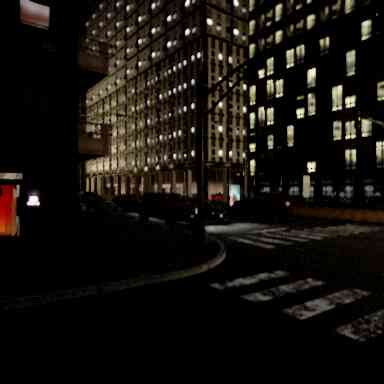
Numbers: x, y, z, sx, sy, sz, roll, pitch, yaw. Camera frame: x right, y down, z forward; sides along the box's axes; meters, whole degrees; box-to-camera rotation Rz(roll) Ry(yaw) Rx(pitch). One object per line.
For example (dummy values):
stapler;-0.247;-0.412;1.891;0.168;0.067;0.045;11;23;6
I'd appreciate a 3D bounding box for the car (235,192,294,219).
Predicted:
car;5.266;0.947;25.101;2.192;1.841;5.009;1;0;-36

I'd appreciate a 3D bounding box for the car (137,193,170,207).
car;-4.548;0.886;38.547;1.947;1.339;4.313;1;0;-36

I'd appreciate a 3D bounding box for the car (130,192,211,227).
car;-1.467;0.964;20.114;2.192;1.841;5.009;1;0;-36

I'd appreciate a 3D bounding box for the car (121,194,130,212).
car;-5.674;0.936;30.247;2.128;1.511;4.902;0;1;-36

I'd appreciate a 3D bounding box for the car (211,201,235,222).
car;0.341;1.140;21.999;1.837;1.490;4.892;0;1;-36

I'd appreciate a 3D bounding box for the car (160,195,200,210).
car;-1.278;0.991;34.066;1.947;1.339;4.313;1;0;-36

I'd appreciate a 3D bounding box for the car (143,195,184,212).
car;-2.766;1.013;31.687;1.994;1.385;4.181;0;1;-36

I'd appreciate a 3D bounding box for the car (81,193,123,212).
car;-8.011;1.024;29.076;1.802;1.307;4.206;1;0;-36
